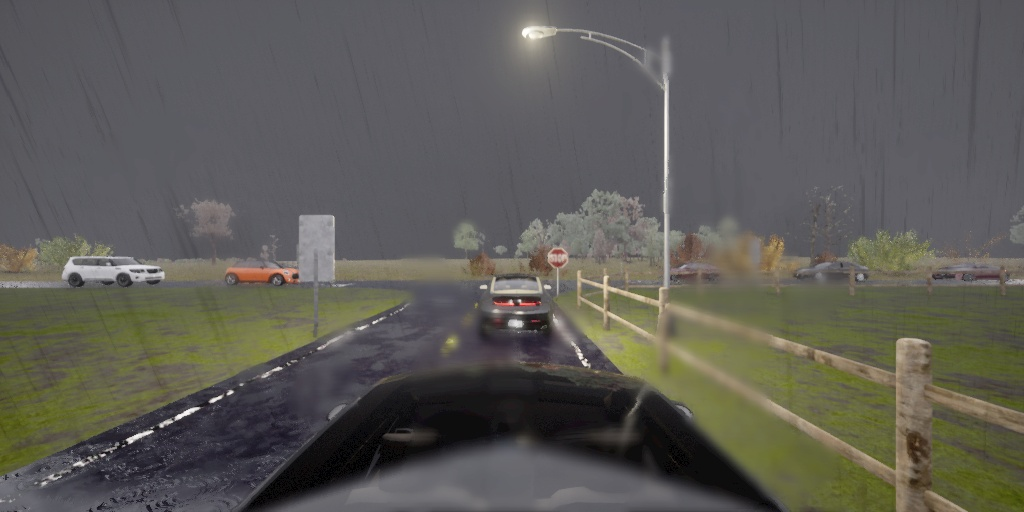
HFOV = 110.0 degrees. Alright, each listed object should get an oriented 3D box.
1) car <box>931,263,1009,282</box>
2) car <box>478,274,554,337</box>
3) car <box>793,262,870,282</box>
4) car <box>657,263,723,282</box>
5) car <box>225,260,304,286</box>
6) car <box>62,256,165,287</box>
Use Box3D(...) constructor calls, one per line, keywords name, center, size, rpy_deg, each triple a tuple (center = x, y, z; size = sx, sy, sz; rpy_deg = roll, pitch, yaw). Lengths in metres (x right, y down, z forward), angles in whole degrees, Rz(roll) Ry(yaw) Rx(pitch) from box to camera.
Box3D(name="car", center=(34.775, 1.231, 27.347), size=(4.181, 1.385, 1.994), rpy_deg=(0, 0, 1))
Box3D(name="car", center=(0.105, 1.252, 10.304), size=(1.837, 1.490, 4.892), rpy_deg=(0, 0, 0))
Box3D(name="car", center=(24.355, 1.187, 27.441), size=(4.892, 1.490, 1.837), rpy_deg=(0, 0, 1))
Box3D(name="car", center=(13.616, 1.230, 27.533), size=(4.674, 1.442, 1.812), rpy_deg=(0, 0, 0))
Box3D(name="car", center=(-16.989, 1.139, 24.839), size=(4.553, 1.767, 2.097), rpy_deg=(0, 0, 1))
Box3D(name="car", center=(-27.614, 1.039, 24.928), size=(5.566, 2.045, 2.150), rpy_deg=(0, 0, 1))
